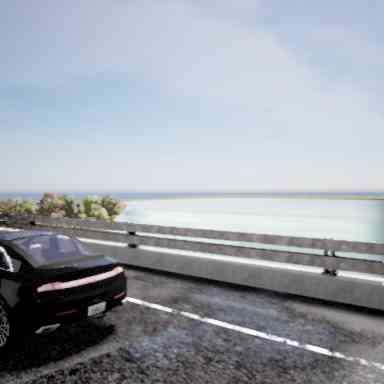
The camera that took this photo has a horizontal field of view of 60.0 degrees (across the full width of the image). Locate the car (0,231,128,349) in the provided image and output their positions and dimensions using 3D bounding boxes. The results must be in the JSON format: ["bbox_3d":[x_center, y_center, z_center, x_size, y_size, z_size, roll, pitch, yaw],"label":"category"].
[{"bbox_3d":[-3.357,1.495,6.279,4.902,1.511,2.128,0,0,36],"label":"car"}]
